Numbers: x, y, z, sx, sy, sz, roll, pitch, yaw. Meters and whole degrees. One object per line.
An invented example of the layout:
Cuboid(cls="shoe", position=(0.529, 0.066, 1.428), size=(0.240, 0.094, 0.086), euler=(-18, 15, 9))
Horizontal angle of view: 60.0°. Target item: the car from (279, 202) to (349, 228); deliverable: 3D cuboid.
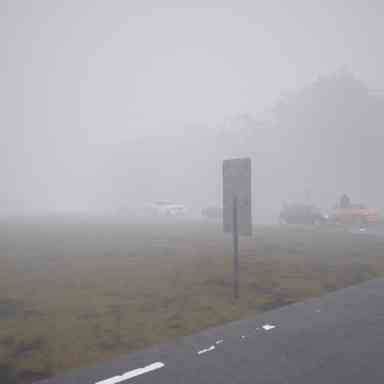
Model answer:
Cuboid(cls="car", position=(8.725, 1.653, 24.708), size=(2.097, 1.767, 4.553), euler=(-1, -1, -34))

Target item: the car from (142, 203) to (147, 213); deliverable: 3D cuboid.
Cuboid(cls="car", position=(-7.252, 2.505, 52.389), size=(1.882, 1.535, 5.008), euler=(-1, -1, -35))

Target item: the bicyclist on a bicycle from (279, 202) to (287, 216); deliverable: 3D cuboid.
Cuboid(cls="bicyclist on a bicycle", position=(9.482, 1.857, 34.042), size=(1.656, 1.620, 0.582), euler=(0, -1, -35))

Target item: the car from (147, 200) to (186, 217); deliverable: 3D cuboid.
Cuboid(cls="car", position=(-2.954, 2.001, 41.294), size=(2.150, 2.045, 5.566), euler=(-1, -1, -35))

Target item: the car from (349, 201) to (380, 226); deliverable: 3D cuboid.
Cuboid(cls="car", position=(11.741, 1.591, 25.610), size=(2.097, 1.767, 4.553), euler=(-1, -1, -35))

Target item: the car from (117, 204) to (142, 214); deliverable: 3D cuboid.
Cuboid(cls="car", position=(-9.975, 2.584, 51.321), size=(1.837, 1.490, 4.892), euler=(-1, 0, -35))

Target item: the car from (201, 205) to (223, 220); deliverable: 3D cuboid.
Cuboid(cls="car", position=(2.944, 2.008, 32.947), size=(1.882, 1.535, 5.008), euler=(-1, -1, -35))
